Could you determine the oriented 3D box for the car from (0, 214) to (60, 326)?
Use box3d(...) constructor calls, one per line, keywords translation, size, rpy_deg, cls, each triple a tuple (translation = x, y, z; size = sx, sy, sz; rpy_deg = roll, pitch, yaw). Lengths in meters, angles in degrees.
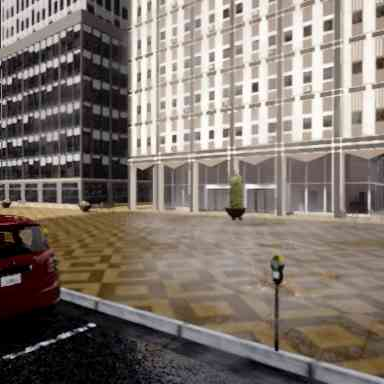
box3d(translation=(-4.472, 1.322, 6.060), size=(5.009, 1.841, 2.192), rpy_deg=(0, 0, 36), cls="car")
